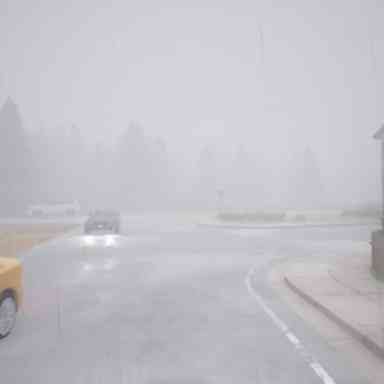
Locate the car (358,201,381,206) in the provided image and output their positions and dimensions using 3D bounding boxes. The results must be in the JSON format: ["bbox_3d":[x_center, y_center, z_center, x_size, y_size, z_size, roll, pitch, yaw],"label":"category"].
[{"bbox_3d":[24.986,1.991,46.126,4.193,1.474,1.816,0,-7,-26],"label":"car"}]

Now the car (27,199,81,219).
[{"bbox_3d":[-15.030,1.768,36.457,5.566,2.045,2.150,0,-1,-24],"label":"car"}]

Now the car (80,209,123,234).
[{"bbox_3d":[-5.502,1.796,21.064,1.994,1.385,4.181,0,-1,-7],"label":"car"}]

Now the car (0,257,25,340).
[{"bbox_3d":[-3.800,1.531,3.798,1.882,1.535,5.008,0,-1,-2],"label":"car"}]
